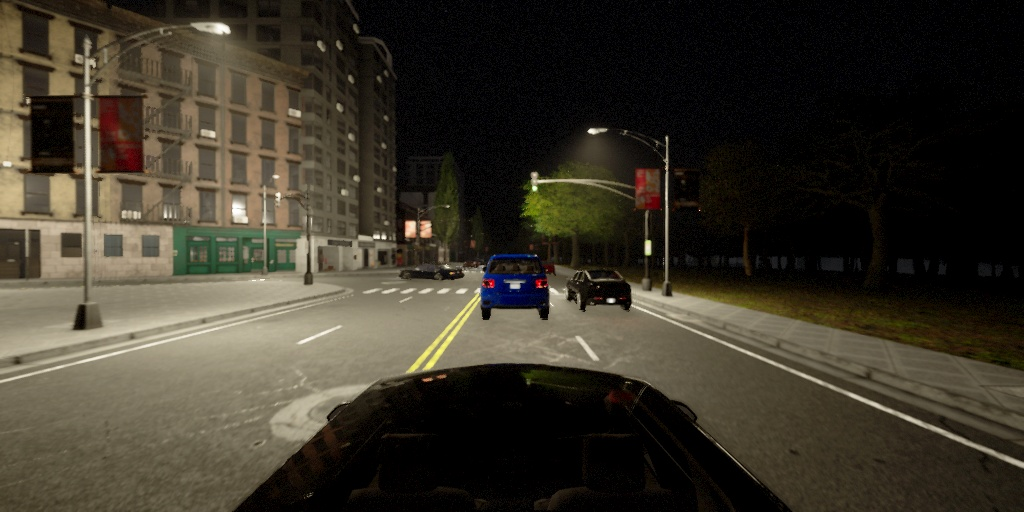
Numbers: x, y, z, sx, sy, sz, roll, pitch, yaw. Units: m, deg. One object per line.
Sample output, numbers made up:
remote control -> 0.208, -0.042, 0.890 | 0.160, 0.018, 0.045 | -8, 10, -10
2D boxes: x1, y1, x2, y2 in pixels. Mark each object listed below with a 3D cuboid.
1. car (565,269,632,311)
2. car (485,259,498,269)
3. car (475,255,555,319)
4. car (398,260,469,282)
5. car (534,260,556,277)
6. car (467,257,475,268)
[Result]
car -> 3.348, 1.259, 14.531 | 1.837, 1.490, 4.892 | 0, 0, 0
car -> -3.320, 1.270, 58.093 | 1.837, 1.490, 4.892 | 0, 0, 0
car -> 0.097, 0.975, 13.015 | 2.150, 2.045, 5.566 | 0, 0, 0
car -> -6.488, 1.283, 28.644 | 5.357, 1.411, 2.033 | 1, 2, 23
car -> 3.340, 1.237, 37.400 | 1.882, 1.535, 5.008 | 0, 0, 0
car -> -6.567, 1.117, 58.085 | 2.097, 1.767, 4.553 | 0, 0, 0
